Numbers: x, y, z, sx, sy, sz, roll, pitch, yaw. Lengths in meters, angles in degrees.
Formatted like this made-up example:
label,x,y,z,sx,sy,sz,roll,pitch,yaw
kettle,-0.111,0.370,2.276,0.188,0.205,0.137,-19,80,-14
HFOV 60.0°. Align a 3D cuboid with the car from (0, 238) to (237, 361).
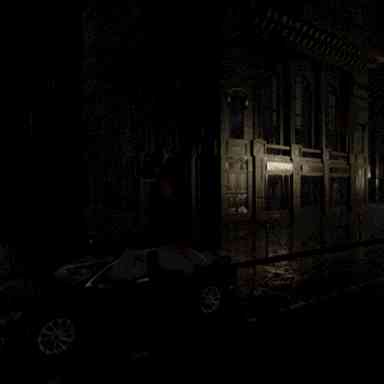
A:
label,x,y,z,sx,sy,sz,roll,pitch,yaw
car,-1.172,1.547,5.810,4.403,1.369,2.008,0,0,-35
